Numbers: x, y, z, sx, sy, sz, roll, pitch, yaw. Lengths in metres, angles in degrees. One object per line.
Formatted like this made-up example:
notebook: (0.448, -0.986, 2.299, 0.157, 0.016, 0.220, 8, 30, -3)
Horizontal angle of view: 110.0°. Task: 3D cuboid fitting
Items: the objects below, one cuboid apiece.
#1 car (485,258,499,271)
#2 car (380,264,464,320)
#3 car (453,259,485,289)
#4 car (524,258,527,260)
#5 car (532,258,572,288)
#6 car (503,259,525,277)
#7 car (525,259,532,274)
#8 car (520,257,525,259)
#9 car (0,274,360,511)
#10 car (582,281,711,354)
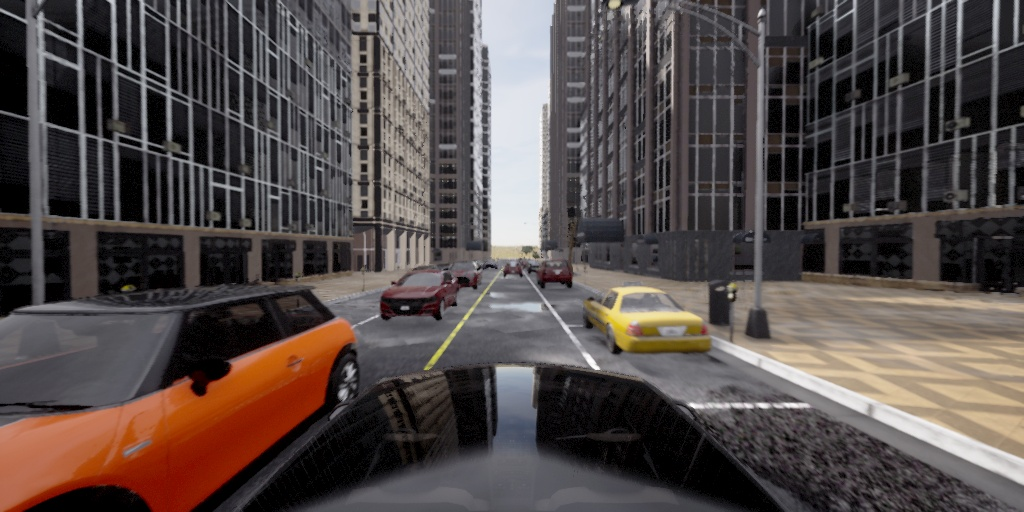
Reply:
car: (-2.999, 1.048, 50.503, 2.097, 1.767, 4.553, 0, 0, 0)
car: (-3.098, 1.235, 12.888, 1.882, 1.535, 5.008, 0, 0, 0)
car: (-3.086, 1.115, 22.932, 2.097, 1.767, 4.553, 0, 0, 0)
car: (2.692, 1.325, 46.869, 2.007, 1.370, 4.403, 0, 0, 0)
car: (2.731, 1.081, 23.686, 2.192, 1.841, 5.009, 0, 0, 0)
car: (0.101, 1.295, 35.620, 1.812, 1.442, 4.674, 0, 0, 0)
car: (2.691, 1.338, 41.196, 1.948, 1.339, 4.313, 0, 0, 0)
car: (2.692, 1.216, 58.219, 1.967, 1.591, 4.097, 0, 0, 0)
car: (-3.099, 1.101, 2.948, 2.097, 1.767, 4.553, 0, 0, 0)
car: (2.821, 1.281, 8.604, 1.751, 1.417, 4.829, 0, 0, 0)
